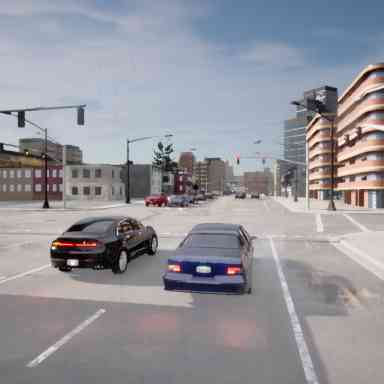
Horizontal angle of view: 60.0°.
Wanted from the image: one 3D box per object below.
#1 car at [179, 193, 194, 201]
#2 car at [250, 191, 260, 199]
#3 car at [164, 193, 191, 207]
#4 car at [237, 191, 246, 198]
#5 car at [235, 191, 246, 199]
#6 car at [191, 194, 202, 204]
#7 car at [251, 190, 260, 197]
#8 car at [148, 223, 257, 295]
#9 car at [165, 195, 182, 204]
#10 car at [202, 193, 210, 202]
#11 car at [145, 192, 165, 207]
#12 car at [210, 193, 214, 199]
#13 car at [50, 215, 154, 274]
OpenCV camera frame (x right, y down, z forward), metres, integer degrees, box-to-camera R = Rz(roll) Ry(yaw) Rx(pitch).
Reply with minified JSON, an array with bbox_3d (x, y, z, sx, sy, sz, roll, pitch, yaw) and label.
[{"bbox_3d":[-1.152,1.073,69.237,2.033,1.411,5.357,0,1,11],"label":"car"},{"bbox_3d":[14.320,0.881,75.389,2.128,1.511,4.902,0,1,11],"label":"car"},{"bbox_3d":[-1.961,1.223,47.430,2.097,1.767,4.553,0,1,11],"label":"car"},{"bbox_3d":[12.964,0.552,86.667,2.097,1.767,4.553,0,1,11],"label":"car"},{"bbox_3d":[11.072,0.902,77.014,1.994,1.385,4.181,0,1,11],"label":"car"},{"bbox_3d":[-0.204,1.235,56.341,2.128,1.511,4.902,0,1,11],"label":"car"},{"bbox_3d":[16.320,0.464,85.594,2.097,1.767,4.553,0,1,11],"label":"car"},{"bbox_3d":[0.705,1.547,8.902,2.033,1.411,5.357,0,0,11],"label":"car"},{"bbox_3d":[-3.270,1.238,58.863,1.812,1.442,4.674,0,1,12],"label":"car"},{"bbox_3d":[1.747,1.119,65.991,2.033,1.411,5.357,0,1,12],"label":"car"},{"bbox_3d":[-5.169,1.080,49.305,2.150,2.045,5.566,0,1,11],"label":"car"},{"bbox_3d":[3.786,0.862,76.232,1.882,1.535,5.008,0,1,11],"label":"car"},{"bbox_3d":[-2.513,1.505,10.645,1.837,1.490,4.892,0,0,11],"label":"car"}]
